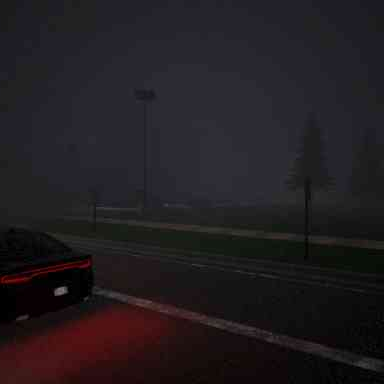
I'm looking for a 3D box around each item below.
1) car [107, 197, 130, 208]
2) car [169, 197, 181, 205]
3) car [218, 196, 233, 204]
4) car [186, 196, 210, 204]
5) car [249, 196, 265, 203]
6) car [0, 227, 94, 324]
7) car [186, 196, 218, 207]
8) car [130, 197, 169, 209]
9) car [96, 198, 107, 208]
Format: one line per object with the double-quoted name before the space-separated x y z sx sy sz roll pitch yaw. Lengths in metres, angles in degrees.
"car" -9.085 1.547 47.748 2.033 1.411 5.357 0 0 35
"car" -3.895 1.564 61.208 1.994 1.385 4.181 0 0 35
"car" 6.225 1.525 63.387 1.812 1.442 4.674 0 0 36
"car" 1.236 1.493 62.413 2.128 1.511 4.902 0 0 35
"car" 13.135 1.568 67.082 1.994 1.385 4.181 0 0 35
"car" -4.162 1.478 6.935 5.008 1.535 1.882 0 0 36
"car" 1.270 1.547 50.323 2.033 1.411 5.357 0 0 35
"car" -5.841 1.477 46.277 1.882 1.535 5.008 0 0 35
"car" -12.299 1.525 49.257 1.812 1.442 4.674 0 0 35
